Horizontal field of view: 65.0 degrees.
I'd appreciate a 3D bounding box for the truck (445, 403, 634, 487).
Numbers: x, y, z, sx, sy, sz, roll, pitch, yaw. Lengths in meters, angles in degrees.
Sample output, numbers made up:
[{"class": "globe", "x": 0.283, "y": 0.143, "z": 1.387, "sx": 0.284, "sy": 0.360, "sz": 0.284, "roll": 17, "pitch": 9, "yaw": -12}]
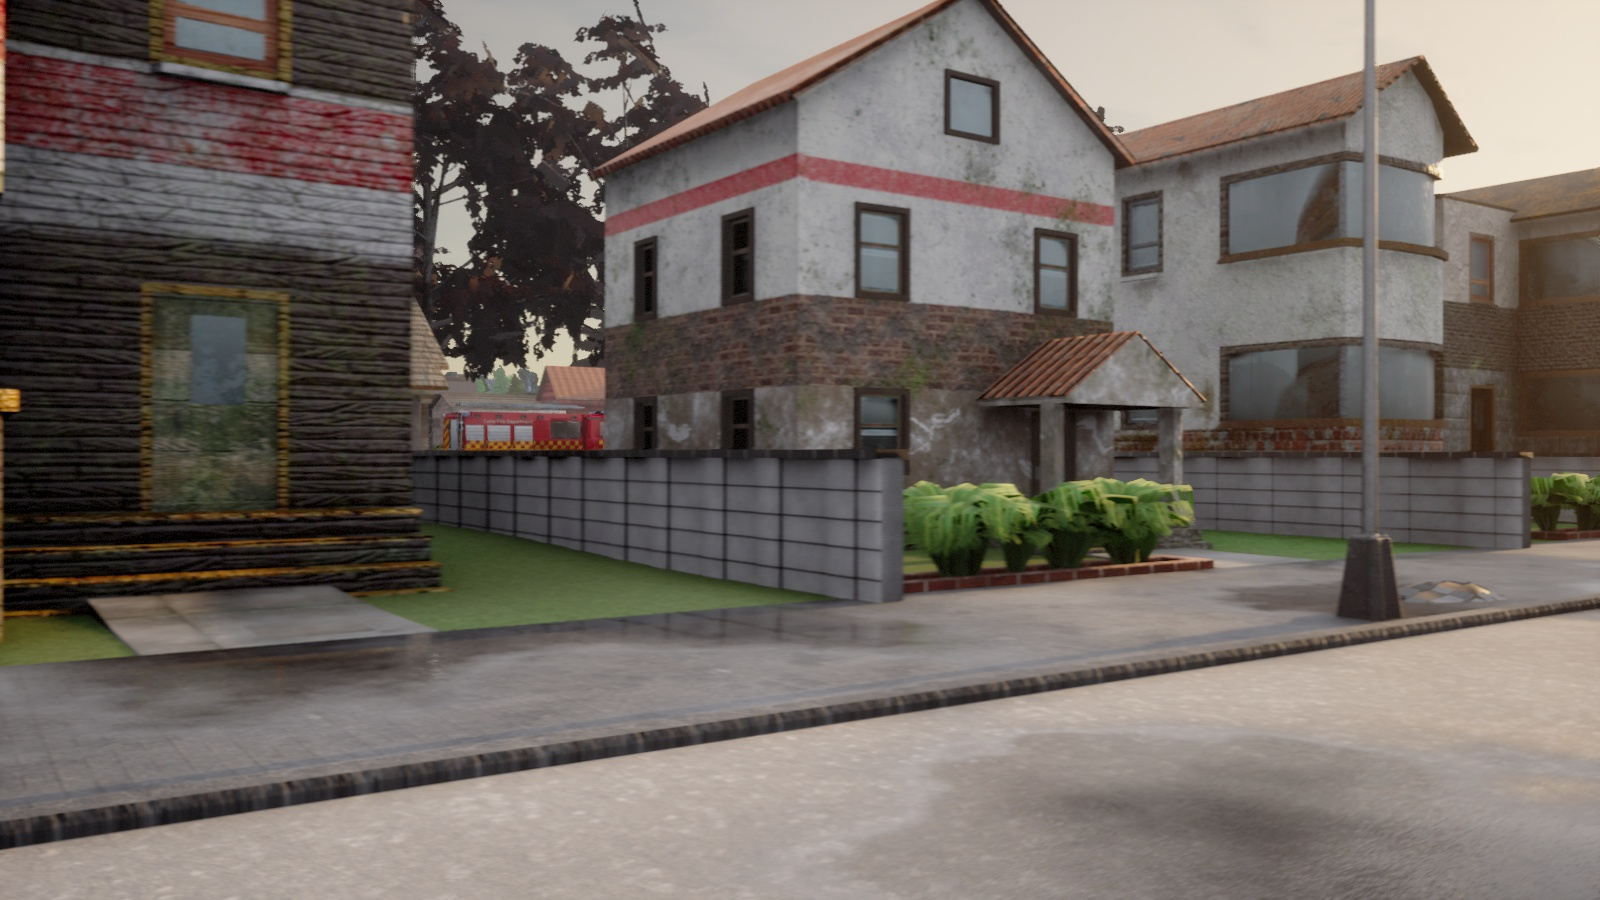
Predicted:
[{"class": "truck", "x": -12.518, "y": -0.244, "z": 60.772, "sx": 8.468, "sy": 3.827, "sz": 2.891, "roll": 0, "pitch": 0, "yaw": -35}]
